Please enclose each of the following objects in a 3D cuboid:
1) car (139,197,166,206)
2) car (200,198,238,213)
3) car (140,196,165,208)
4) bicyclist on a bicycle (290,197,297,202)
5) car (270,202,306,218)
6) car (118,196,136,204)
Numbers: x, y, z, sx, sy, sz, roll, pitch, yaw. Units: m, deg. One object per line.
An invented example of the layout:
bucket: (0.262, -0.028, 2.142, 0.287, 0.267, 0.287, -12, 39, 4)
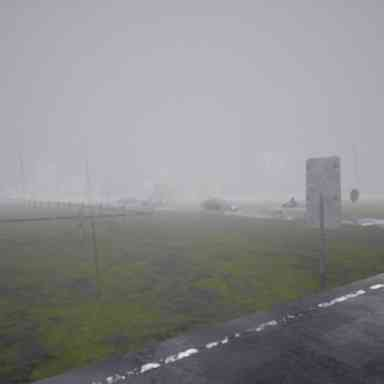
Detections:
car: (-6.392, 1.510, 53.633, 2.033, 1.411, 5.357, -1, 0, -35)
car: (2.821, 1.413, 35.524, 2.128, 1.511, 4.902, -1, 0, -35)
car: (-5.649, 1.319, 47.580, 2.097, 1.767, 4.553, -1, 0, -35)
bicyclist on a bicycle: (10.594, 1.319, 34.862, 1.656, 1.620, 0.582, -1, 0, -35)
car: (8.774, 1.493, 27.074, 1.895, 1.301, 4.718, -1, 0, -35)
car: (-12.133, 1.491, 61.683, 2.128, 1.511, 4.902, -1, 0, -35)
